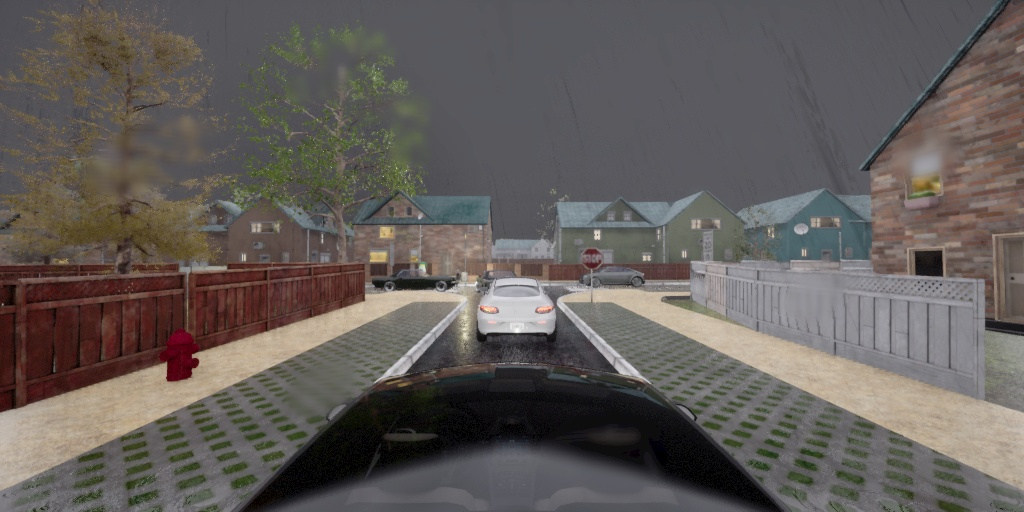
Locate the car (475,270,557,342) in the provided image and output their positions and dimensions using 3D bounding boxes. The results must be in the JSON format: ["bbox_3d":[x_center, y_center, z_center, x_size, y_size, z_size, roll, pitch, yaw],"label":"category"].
[{"bbox_3d":[0.103,1.279,9.694,1.812,1.442,4.674,0,0,0],"label":"car"}]

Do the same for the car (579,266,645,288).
[{"bbox_3d":[6.539,1.344,23.688,4.181,1.385,1.994,0,-1,1],"label":"car"}]

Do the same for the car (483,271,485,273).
[{"bbox_3d":[-0.756,1.366,18.512,1.895,1.301,4.718,0,-1,-12],"label":"car"}]

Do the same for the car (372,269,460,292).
[{"bbox_3d":[-5.482,1.416,20.897,4.718,1.301,1.895,-1,-1,1],"label":"car"}]

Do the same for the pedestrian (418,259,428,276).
[{"bbox_3d":[-6.701,1.119,26.783,0.375,1.860,0.375,0,-1,1],"label":"pedestrian"}]
